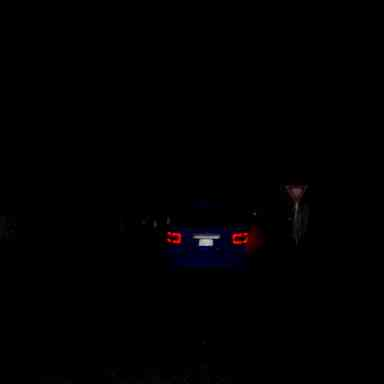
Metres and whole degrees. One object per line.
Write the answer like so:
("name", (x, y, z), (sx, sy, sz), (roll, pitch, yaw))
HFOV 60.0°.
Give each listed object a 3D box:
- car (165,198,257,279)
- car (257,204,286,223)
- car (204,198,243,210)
("car", (0.569, 1.240, 10.318), (2.150, 2.045, 5.566), (0, 0, 5))
("car", (5.908, 1.606, 26.452), (1.994, 1.385, 4.181), (0, 0, 37))
("car", (4.109, 1.548, 44.051), (1.882, 1.535, 5.008), (1, -1, -44))
